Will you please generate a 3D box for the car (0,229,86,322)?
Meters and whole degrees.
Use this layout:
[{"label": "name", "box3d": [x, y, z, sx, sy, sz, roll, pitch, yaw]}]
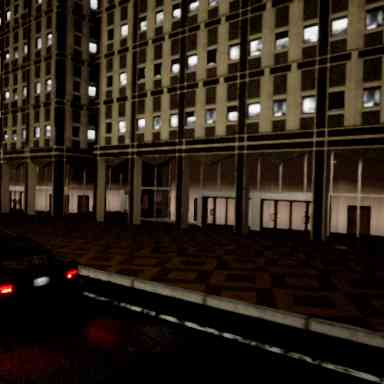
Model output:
[{"label": "car", "box3d": [-4.503, 1.492, 6.892, 5.357, 1.411, 2.033, 1, 0, 35]}]
